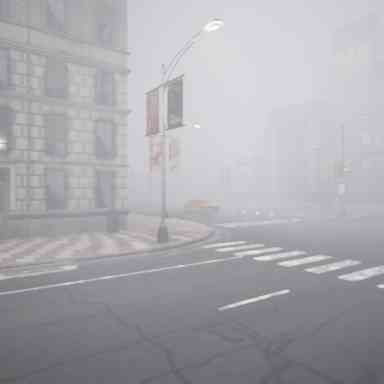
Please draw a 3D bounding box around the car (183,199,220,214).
[{"bbox_3d":[0.959,1.484,36.550,1.882,1.535,5.008,0,0,-36],"label":"car"}]
